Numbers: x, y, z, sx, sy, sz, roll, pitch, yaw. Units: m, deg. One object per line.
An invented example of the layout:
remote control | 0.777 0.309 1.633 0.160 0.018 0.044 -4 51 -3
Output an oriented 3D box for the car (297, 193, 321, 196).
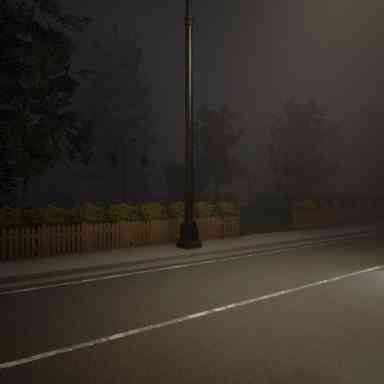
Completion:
car | 16.664 1.218 45.647 2.150 2.045 5.566 0 0 -36

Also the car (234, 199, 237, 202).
car | 6.750 1.506 65.573 1.837 1.490 4.892 0 0 -35
